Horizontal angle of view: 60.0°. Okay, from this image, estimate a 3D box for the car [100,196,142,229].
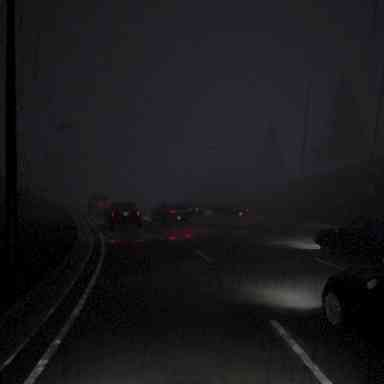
[{"bbox_3d":[-4.774,1.401,22.505,2.097,1.767,4.553,0,0,-19],"label":"car"}]

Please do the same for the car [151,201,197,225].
[{"bbox_3d":[-1.694,1.526,24.362,2.128,1.511,4.902,0,0,-20],"label":"car"}]

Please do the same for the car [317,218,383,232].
[{"bbox_3d":[6.004,1.525,10.456,2.033,1.411,5.357,0,0,-10],"label":"car"}]

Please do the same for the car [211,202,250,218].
[{"bbox_3d":[3.418,1.614,30.783,1.895,1.301,4.718,0,0,-21],"label":"car"}]

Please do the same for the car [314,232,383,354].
[{"bbox_3d":[3.251,1.512,3.837,1.812,1.442,4.674,0,0,-4],"label":"car"}]

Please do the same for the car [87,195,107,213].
[{"bbox_3d":[-11.008,1.323,39.174,2.150,2.045,5.566,0,0,-21],"label":"car"}]

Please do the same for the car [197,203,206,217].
[{"bbox_3d":[-0.479,1.582,31.230,2.033,1.411,5.357,0,0,-21],"label":"car"}]
